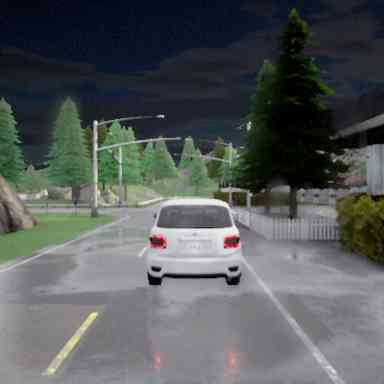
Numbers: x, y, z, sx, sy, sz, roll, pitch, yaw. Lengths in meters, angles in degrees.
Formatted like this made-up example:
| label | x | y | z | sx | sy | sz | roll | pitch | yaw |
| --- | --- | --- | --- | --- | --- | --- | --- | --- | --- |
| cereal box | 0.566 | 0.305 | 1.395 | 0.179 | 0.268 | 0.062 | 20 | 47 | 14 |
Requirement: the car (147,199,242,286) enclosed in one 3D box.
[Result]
| label | x | y | z | sx | sy | sz | roll | pitch | yaw |
| --- | --- | --- | --- | --- | --- | --- | --- | --- | --- |
| car | 0.045 | 1.195 | 9.458 | 2.150 | 2.045 | 5.566 | 0 | 0 | 0 |

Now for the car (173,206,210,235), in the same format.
| label | x | y | z | sx | sy | sz | roll | pitch | yaw |
| --- | --- | --- | --- | --- | --- | --- | --- | --- | --- |
| car | -0.021 | 1.548 | 19.390 | 1.895 | 1.301 | 4.718 | 0 | 0 | 0 |
